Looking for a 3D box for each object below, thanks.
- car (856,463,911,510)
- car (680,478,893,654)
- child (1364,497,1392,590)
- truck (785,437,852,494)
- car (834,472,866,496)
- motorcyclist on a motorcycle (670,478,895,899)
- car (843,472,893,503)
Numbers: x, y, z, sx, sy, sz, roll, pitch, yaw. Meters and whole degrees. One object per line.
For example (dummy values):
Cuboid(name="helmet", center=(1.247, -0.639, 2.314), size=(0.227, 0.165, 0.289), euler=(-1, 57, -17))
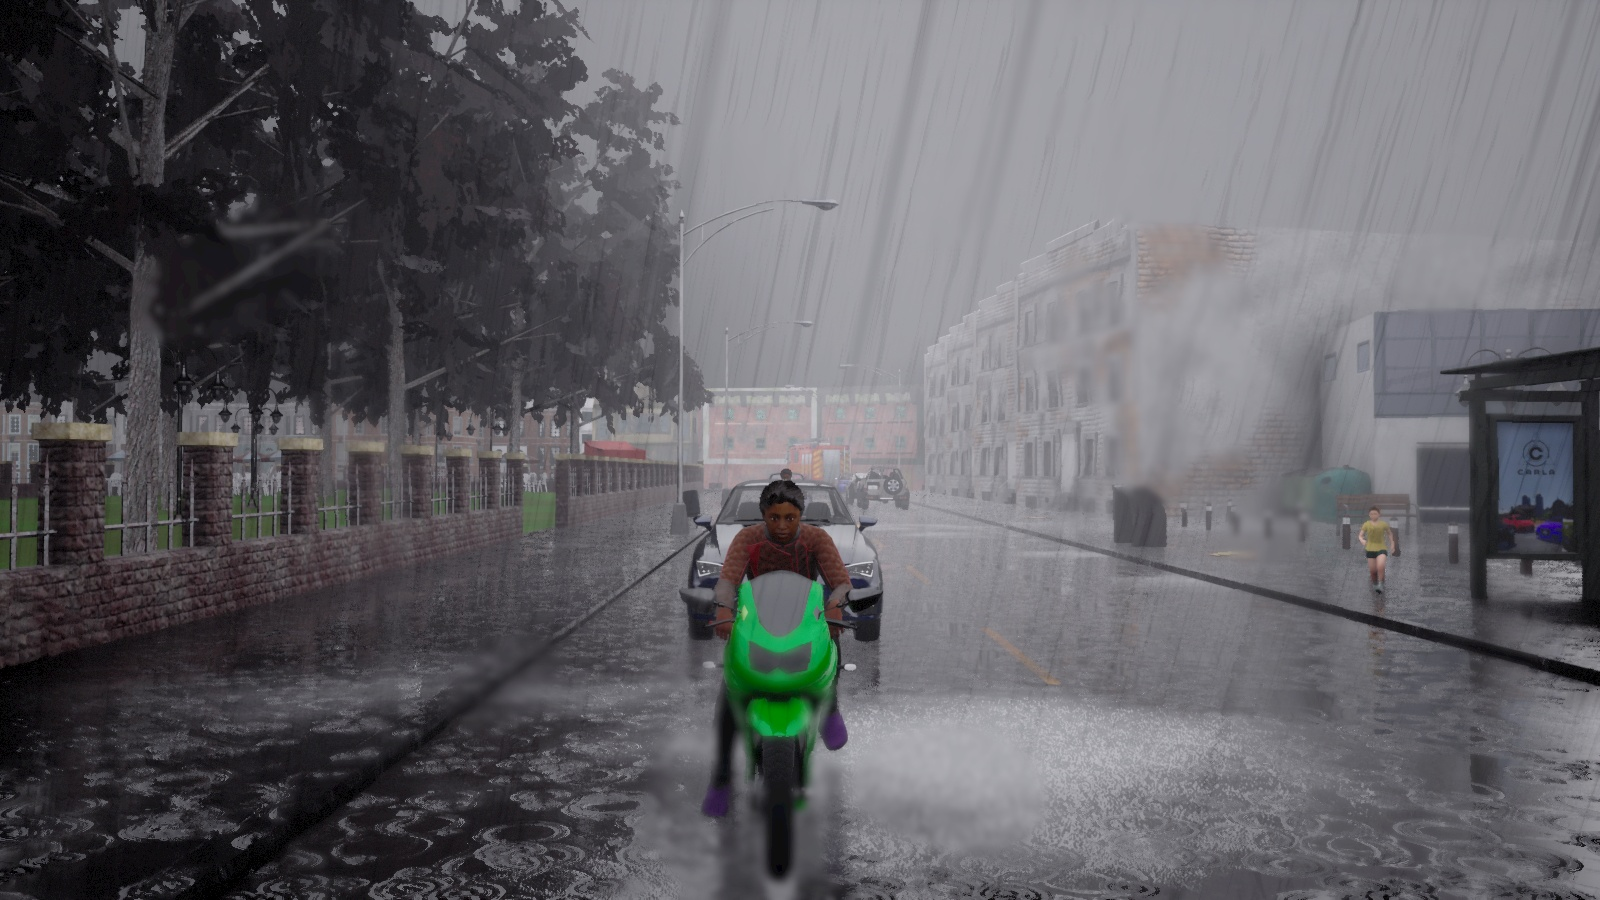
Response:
Cuboid(name="car", center=(3.449, 1.496, 52.461), size=(1.932, 1.855, 4.605), euler=(0, -1, 0))
Cuboid(name="car", center=(-0.144, 1.044, 12.867), size=(1.816, 1.474, 4.193), euler=(0, -1, -1))
Cuboid(name="child", center=(7.068, 1.133, 15.350), size=(0.255, 1.110, 0.394), euler=(-1, -1, 32))
Cuboid(name="truck", center=(1.226, 1.140, 89.514), size=(2.891, 3.827, 8.468), euler=(0, -1, -13))
Cuboid(name="car", center=(3.144, 2.156, 80.022), size=(1.816, 1.474, 4.193), euler=(0, -1, -1))
Cuboid(name="motorcyclist on a motorcycle", center=(-0.073, 0.890, 5.518), size=(0.797, 1.523, 2.044), euler=(0, -1, -1))
Cuboid(name="car", center=(3.337, 1.852, 62.729), size=(2.163, 1.488, 4.792), euler=(0, -1, -1))
